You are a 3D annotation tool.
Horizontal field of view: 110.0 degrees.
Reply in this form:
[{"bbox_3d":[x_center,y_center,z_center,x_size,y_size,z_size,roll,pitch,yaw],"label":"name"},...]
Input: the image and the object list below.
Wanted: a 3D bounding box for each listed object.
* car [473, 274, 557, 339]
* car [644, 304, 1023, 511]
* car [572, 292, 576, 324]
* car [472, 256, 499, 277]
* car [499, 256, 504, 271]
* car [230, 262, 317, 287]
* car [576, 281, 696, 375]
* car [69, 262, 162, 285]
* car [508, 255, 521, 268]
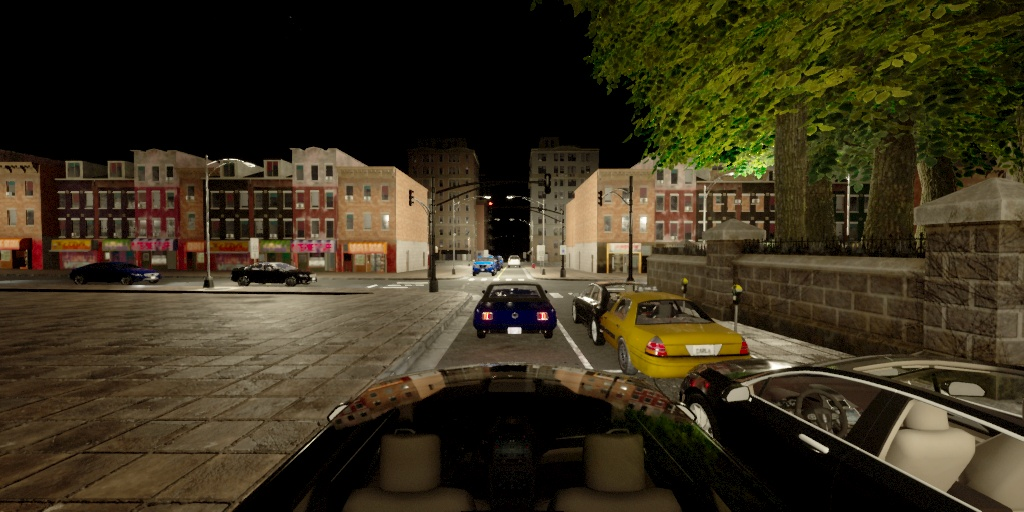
[{"bbox_3d":[0.076,1.348,10.086,1.895,1.301,4.718,0,0,0],"label":"car"},{"bbox_3d":[2.637,1.300,2.146,2.007,1.370,4.403,0,0,0],"label":"car"},{"bbox_3d":[2.662,1.298,9.281,2.007,1.370,4.403,0,0,0],"label":"car"},{"bbox_3d":[-2.749,0.979,36.601,2.150,2.045,5.566,0,0,0],"label":"car"},{"bbox_3d":[-2.645,0.988,47.885,2.150,2.045,5.566,0,0,1],"label":"car"},{"bbox_3d":[-15.025,1.159,22.748,4.902,1.511,2.128,1,1,0],"label":"car"},{"bbox_3d":[2.687,1.273,7.307,1.751,1.417,4.829,0,0,0],"label":"car"},{"bbox_3d":[-25.130,1.082,22.772,4.674,1.442,1.812,1,1,0],"label":"car"},{"bbox_3d":[0.409,1.006,63.754,2.150,2.045,5.566,0,0,0],"label":"car"}]
